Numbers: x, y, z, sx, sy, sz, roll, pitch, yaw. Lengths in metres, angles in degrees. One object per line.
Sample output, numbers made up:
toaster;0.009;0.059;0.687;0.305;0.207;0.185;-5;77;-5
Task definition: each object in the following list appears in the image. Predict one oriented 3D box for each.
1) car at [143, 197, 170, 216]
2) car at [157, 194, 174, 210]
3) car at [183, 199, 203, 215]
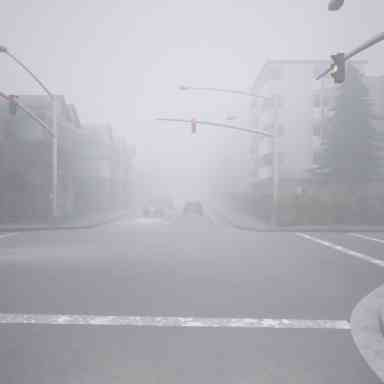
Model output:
car;-3.589;1.491;32.324;2.128;1.511;4.902;0;0;0
car;-3.566;1.221;42.900;2.150;2.045;5.566;0;0;0
car;0.100;1.491;34.037;2.128;1.511;4.902;0;0;0
